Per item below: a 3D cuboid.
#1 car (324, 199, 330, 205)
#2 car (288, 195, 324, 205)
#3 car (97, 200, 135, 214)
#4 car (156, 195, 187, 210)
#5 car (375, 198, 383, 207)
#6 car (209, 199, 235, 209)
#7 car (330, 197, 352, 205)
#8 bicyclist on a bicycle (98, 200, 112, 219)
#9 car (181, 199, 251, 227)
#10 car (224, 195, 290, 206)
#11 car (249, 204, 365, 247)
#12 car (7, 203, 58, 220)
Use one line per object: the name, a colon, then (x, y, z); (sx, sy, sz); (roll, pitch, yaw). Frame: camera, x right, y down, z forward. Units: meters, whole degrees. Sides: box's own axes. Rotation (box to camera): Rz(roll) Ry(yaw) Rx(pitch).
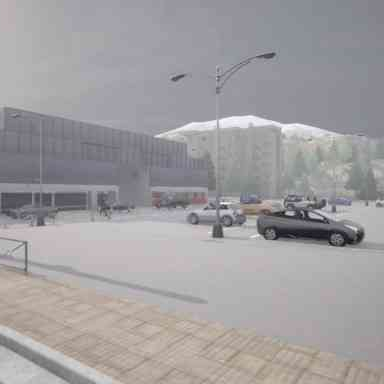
car: (13.769, 1.287, 40.354); (4.605, 1.855, 1.932); (0, 0, 35)
car: (12.420, 1.267, 37.747); (3.866, 1.878, 1.905); (0, 0, 35)
car: (-8.765, 1.663, 38.608); (2.128, 1.511, 4.902); (0, 0, 35)
car: (-2.730, 1.393, 47.056); (2.150, 2.045, 5.566); (0, 0, 36)
car: (28.972, 1.575, 48.688); (3.806, 1.475, 1.970); (0, 0, 35)
car: (4.695, 1.773, 51.158); (1.895, 1.301, 4.718); (0, 0, 35)
car: (24.652, 1.563, 55.418); (3.633, 1.501, 1.845); (0, 0, 35)
bicyclist on a bicycle: (-7.282, 1.474, 27.788); (1.656, 1.620, 0.582); (0, 0, 35)
car: (1.549, 1.422, 21.904); (3.806, 1.475, 1.970); (0, 0, 35)
car: (5.005, 1.343, 27.321); (5.027, 1.636, 2.152); (0, 0, 35)
car: (5.170, 1.489, 14.834); (4.514, 1.523, 2.007); (0, 0, 35)
car: (-14.527, 1.736, 30.514); (1.994, 1.385, 4.181); (0, 0, 35)
